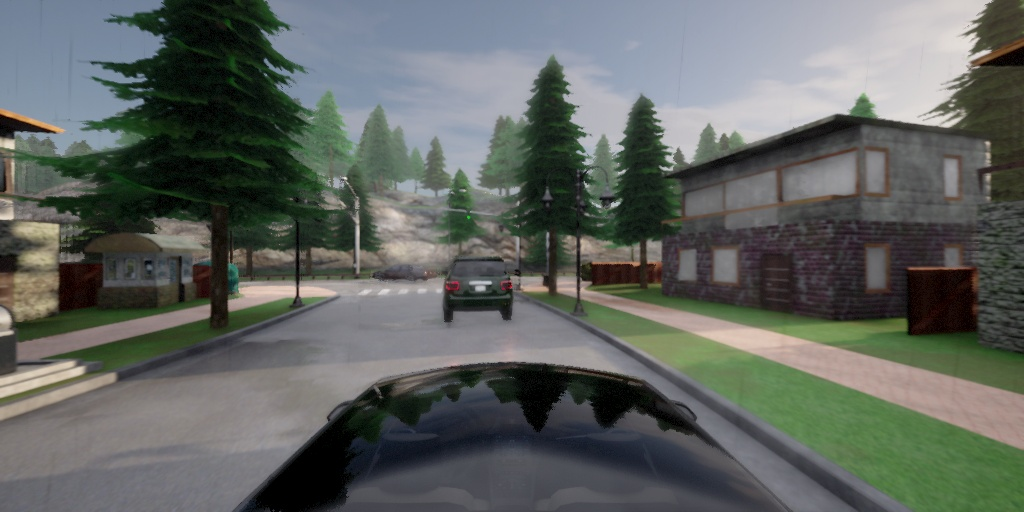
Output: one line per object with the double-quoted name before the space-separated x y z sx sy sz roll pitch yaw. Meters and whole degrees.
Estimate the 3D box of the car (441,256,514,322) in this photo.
"car" -1.328 1.041 12.890 2.150 2.045 5.566 0 0 -9

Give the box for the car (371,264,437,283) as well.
"car" -8.784 1.365 29.236 5.357 1.411 2.033 0 0 21
